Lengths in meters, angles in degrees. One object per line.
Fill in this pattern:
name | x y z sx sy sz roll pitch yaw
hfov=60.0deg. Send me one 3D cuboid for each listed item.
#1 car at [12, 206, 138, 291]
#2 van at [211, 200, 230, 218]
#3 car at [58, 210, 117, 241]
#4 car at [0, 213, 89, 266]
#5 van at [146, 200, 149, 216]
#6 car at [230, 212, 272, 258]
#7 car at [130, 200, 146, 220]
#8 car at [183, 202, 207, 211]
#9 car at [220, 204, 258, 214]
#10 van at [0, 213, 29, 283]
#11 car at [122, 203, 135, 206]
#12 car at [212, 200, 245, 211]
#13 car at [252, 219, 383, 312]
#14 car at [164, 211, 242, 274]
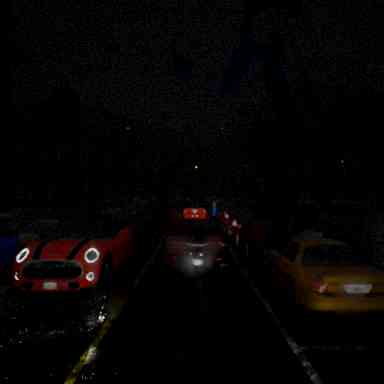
car | -3.053 1.455 9.435 2.097 1.767 4.553 0 -1 0
van | 2.945 1.728 34.924 1.690 1.788 3.998 0 -1 0
car | -5.668 1.770 18.656 1.947 1.339 4.313 0 -1 0
car | -5.699 1.668 13.050 1.752 1.417 4.829 0 -1 0
van | -5.580 1.727 34.970 1.690 1.788 3.998 0 -1 0
car | 2.827 1.690 13.173 1.887 1.381 4.507 0 -1 0
car | -5.610 1.765 29.532 1.967 1.590 4.097 0 -1 0
car | 0.256 1.682 29.767 2.097 1.767 4.553 0 -1 0
car | 2.857 1.646 18.611 1.967 1.590 4.097 0 -1 0
van | -5.727 1.426 7.784 1.690 1.788 3.998 0 -1 0
car | -5.640 1.788 23.924 1.752 1.417 4.829 0 -1 0
car | 2.886 1.581 24.050 2.192 1.841 5.009 0 -1 0
car | 2.799 1.613 7.906 1.752 1.417 4.829 0 -1 0
car | 0.154 1.613 10.949 2.128 1.511 4.902 0 -1 0
